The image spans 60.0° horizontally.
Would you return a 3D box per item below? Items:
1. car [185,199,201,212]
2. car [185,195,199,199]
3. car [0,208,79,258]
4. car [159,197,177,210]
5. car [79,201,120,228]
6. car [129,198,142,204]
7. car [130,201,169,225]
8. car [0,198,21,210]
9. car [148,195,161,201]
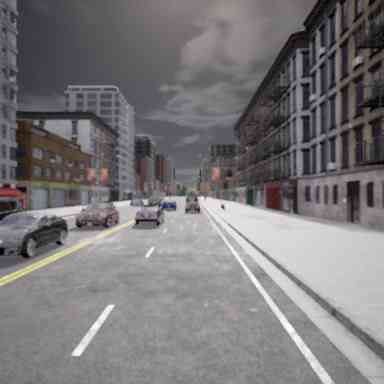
[{"bbox_3d":[0.099,1.840,41.380,1.895,1.301,4.718,0,0,0],"label":"car"},{"bbox_3d":[0.008,1.532,53.899,2.150,2.045,5.566,0,0,0],"label":"car"},{"bbox_3d":[-6.498,1.569,13.142,2.128,1.511,4.902,0,0,0],"label":"car"},{"bbox_3d":[-3.145,1.751,47.528,1.882,1.535,5.008,0,0,0],"label":"car"},{"bbox_3d":[-6.496,1.488,23.376,2.097,1.767,4.553,0,0,0],"label":"car"},{"bbox_3d":[-9.771,1.869,59.108,1.812,1.442,4.674,0,0,1],"label":"car"},{"bbox_3d":[-3.145,1.695,25.453,2.033,1.411,5.357,0,0,0],"label":"car"},{"bbox_3d":[-9.747,1.310,15.047,2.150,2.045,5.566,0,0,0],"label":"car"},{"bbox_3d":[-6.521,1.591,59.062,2.150,2.045,5.566,0,0,1],"label":"car"}]
